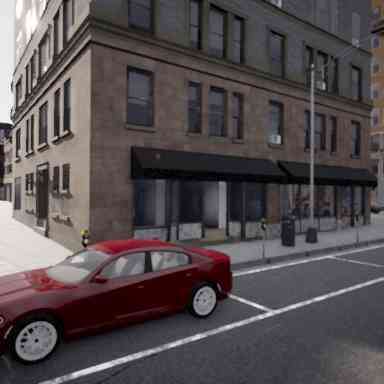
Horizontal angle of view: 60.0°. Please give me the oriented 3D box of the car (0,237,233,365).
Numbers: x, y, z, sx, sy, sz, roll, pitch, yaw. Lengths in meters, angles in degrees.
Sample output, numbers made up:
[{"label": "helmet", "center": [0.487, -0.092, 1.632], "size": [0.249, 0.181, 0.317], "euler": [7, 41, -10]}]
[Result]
[{"label": "car", "center": [-1.306, 1.544, 5.821], "size": [4.507, 1.381, 1.887], "euler": [0, 1, -35]}]

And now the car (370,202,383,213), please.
[{"label": "car", "center": [16.581, 1.351, 33.387], "size": [1.837, 1.490, 4.892], "euler": [1, 0, -35]}]
